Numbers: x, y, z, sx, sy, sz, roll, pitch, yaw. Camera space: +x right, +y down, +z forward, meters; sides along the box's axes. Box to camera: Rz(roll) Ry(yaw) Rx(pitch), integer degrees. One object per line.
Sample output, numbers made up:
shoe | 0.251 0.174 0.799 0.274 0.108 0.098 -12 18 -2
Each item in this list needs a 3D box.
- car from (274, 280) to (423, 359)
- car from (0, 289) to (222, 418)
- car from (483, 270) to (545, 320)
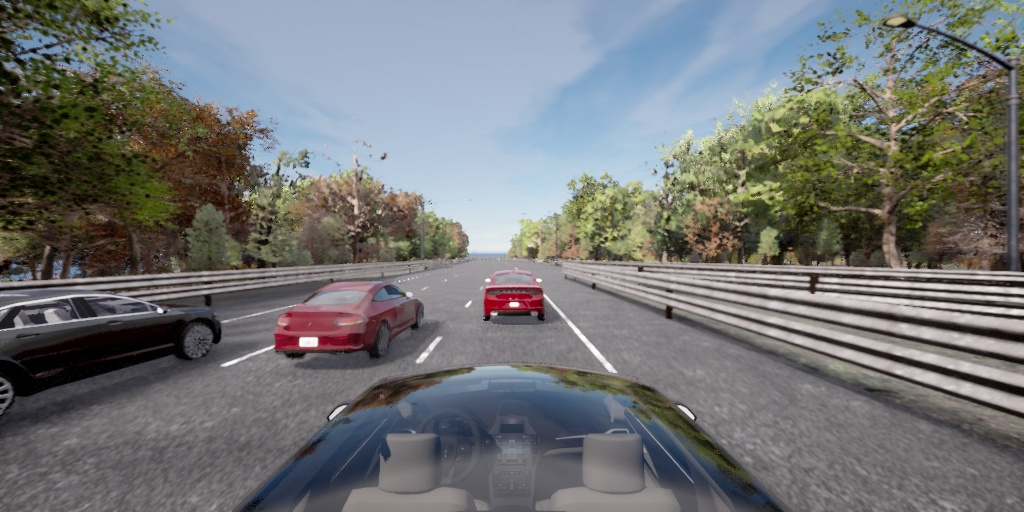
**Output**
car | -3.425 1.279 8.322 1.812 1.442 4.674 0 0 0
car | -6.915 1.245 5.409 2.128 1.511 4.902 0 0 0
car | 0.050 1.232 12.709 1.882 1.535 5.008 0 0 0
